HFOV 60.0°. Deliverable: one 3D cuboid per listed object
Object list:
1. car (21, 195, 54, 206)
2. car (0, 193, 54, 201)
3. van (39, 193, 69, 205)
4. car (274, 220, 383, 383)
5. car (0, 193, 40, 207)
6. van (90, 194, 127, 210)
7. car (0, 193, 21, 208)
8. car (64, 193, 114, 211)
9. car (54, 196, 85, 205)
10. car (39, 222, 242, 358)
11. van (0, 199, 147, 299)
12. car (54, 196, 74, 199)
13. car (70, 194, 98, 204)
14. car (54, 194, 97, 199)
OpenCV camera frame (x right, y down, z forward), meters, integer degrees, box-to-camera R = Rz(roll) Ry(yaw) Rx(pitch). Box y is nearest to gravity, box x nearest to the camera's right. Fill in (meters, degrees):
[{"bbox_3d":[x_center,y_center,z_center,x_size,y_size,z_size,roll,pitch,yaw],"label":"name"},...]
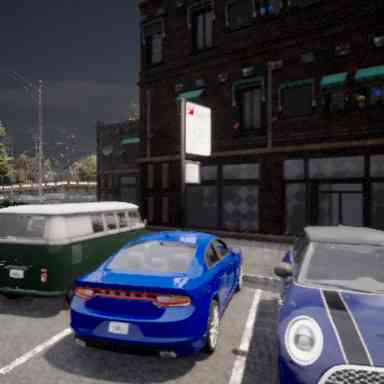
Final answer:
[{"bbox_3d":[-25.262,1.372,54.441,4.553,1.767,2.185,-1,-1,14],"label":"car"},{"bbox_3d":[-17.942,1.238,34.888,5.566,2.045,2.435,1,0,14],"label":"car"},{"bbox_3d":[-23.657,1.274,56.957,4.442,1.987,1.878,-1,0,14],"label":"van"},{"bbox_3d":[2.263,1.360,4.594,2.185,1.767,4.553,1,-1,15],"label":"car"},{"bbox_3d":[-26.896,1.244,51.927,5.566,2.045,2.435,-1,-1,14],"label":"car"},{"bbox_3d":[-11.235,1.271,44.671,4.442,1.987,1.878,1,0,14],"label":"van"},{"bbox_3d":[-28.642,1.243,49.413,5.566,2.045,2.435,-1,0,14],"label":"car"},{"bbox_3d":[-13.032,1.242,42.243,5.566,2.045,2.435,1,1,14],"label":"car"},{"bbox_3d":[-21.855,1.501,59.441,4.892,1.521,2.231,-1,-1,14],"label":"car"},{"bbox_3d":[-0.205,1.485,6.306,2.097,1.535,5.008,0,-1,16],"label":"car"},{"bbox_3d":[-2.615,1.260,8.171,1.878,1.987,4.442,0,-1,15],"label":"van"},{"bbox_3d":[-16.344,1.520,37.329,4.792,1.488,2.163,1,1,14],"label":"car"},{"bbox_3d":[-20.130,1.375,61.921,4.553,1.767,2.185,-1,0,14],"label":"car"},{"bbox_3d":[-14.688,1.241,39.791,5.566,2.045,2.435,1,1,14],"label":"car"}]
